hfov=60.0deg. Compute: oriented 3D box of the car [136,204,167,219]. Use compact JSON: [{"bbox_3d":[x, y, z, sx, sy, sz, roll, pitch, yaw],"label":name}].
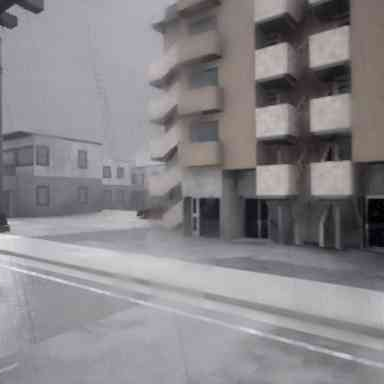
[{"bbox_3d":[-2.708,1.864,30.687,5.357,1.415,2.033,0,0,35],"label":"car"}]
